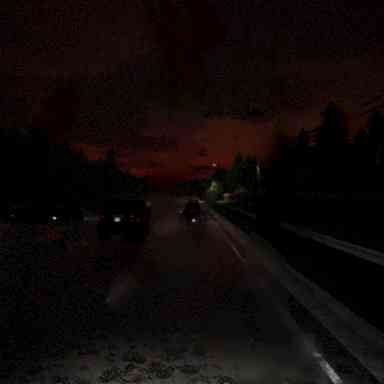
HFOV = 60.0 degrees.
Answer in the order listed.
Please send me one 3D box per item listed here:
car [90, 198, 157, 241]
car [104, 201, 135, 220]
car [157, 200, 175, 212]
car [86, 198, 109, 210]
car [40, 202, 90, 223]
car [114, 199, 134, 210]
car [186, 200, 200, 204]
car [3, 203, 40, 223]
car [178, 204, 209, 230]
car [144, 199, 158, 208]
[{"bbox_3d":[-3.393,1.363,17.783,2.150,2.045,5.566,0,0,0],"label":"car"},{"bbox_3d":[-6.890,1.730,32.171,1.882,1.535,5.008,0,0,0],"label":"car"},{"bbox_3d":[-3.384,1.854,44.235,1.837,1.490,4.892,0,0,0],"label":"car"},{"bbox_3d":[-13.884,1.738,49.302,2.097,1.767,4.553,0,-1,0],"label":"car"},{"bbox_3d":[-10.390,1.723,27.585,1.837,1.490,4.892,0,0,0],"label":"car"},{"bbox_3d":[-10.384,1.895,51.372,2.128,1.511,4.902,0,0,0],"label":"car"},{"bbox_3d":[0.116,1.864,49.201,1.882,1.535,5.008,0,0,0],"label":"car"},{"bbox_3d":[-13.890,1.699,28.206,1.882,1.535,5.008,0,0,0],"label":"car"},{"bbox_3d":[0.108,1.741,22.369,1.994,1.385,4.181,0,0,0],"label":"car"},{"bbox_3d":[-6.881,1.970,56.598,1.812,1.442,4.674,0,0,0],"label":"car"}]
